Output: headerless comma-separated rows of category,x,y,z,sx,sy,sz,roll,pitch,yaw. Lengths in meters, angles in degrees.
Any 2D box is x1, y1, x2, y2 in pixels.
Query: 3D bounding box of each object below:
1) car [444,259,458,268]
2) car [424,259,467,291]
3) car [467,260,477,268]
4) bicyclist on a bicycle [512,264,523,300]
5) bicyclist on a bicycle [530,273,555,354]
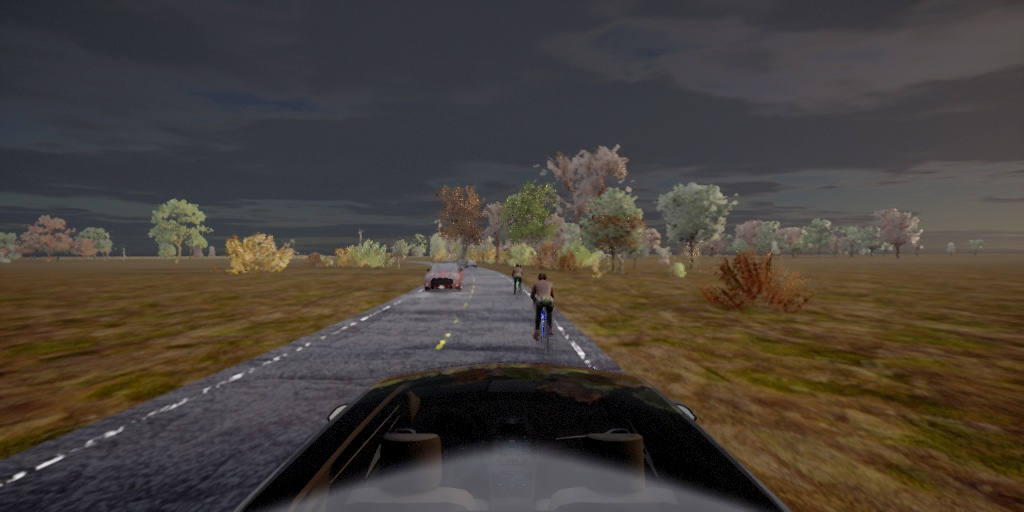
car,-10.790,1.309,63.535,2.128,1.511,4.902,0,0,-13
car,-4.039,1.118,21.881,2.097,1.767,4.553,0,0,-5
car,-7.235,1.361,62.222,2.033,1.411,5.357,0,0,-14
bicyclist on a bicycle,0.269,1.214,16.960,0.582,1.620,1.656,0,0,-4
bicyclist on a bicycle,0.686,1.207,7.880,0.582,1.620,1.656,0,0,-2
